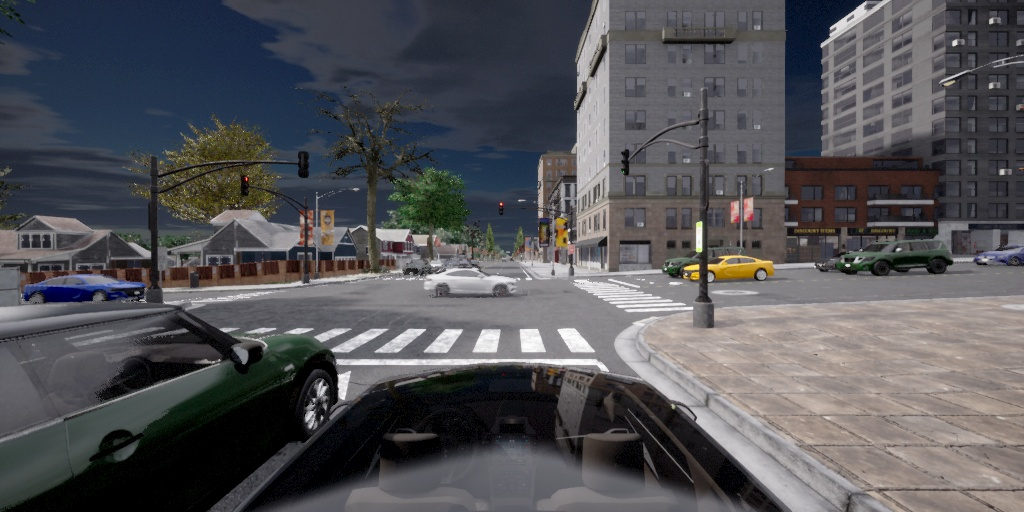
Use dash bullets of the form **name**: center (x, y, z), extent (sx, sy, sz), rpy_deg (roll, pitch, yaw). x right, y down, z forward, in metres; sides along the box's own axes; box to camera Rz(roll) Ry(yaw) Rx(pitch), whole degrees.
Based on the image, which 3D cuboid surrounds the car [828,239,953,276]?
- **car**: center (23.122, 0.095, 21.765), extent (5.566, 2.045, 2.150), rpy_deg (-3, 0, 0)

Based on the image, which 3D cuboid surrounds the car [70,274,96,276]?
- **car**: center (-21.735, 1.686, 18.407), extent (5.008, 1.535, 1.882), rpy_deg (-2, 0, 1)

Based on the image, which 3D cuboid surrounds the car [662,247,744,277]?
- **car**: center (13.452, 0.458, 24.985), extent (5.566, 2.045, 2.150), rpy_deg (-2, 0, 0)

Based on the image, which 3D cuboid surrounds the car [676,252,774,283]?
- **car**: center (13.032, 0.741, 21.737), extent (5.008, 1.535, 1.882), rpy_deg (-2, 0, -1)

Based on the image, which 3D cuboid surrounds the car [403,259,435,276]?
- **car**: center (-9.850, 1.119, 37.503), extent (2.097, 1.767, 4.553), rpy_deg (0, 0, 0)

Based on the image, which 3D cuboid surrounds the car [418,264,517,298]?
- **car**: center (-2.085, 1.316, 18.282), extent (4.674, 1.442, 1.812), rpy_deg (0, 0, 0)

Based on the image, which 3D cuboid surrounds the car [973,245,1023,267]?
- **car**: center (35.365, -0.059, 25.041), extent (4.674, 1.442, 1.812), rpy_deg (-2, 0, 0)

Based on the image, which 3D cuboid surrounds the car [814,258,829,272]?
- **car**: center (23.926, 0.342, 25.017), extent (4.892, 1.490, 1.837), rpy_deg (-2, 0, 0)

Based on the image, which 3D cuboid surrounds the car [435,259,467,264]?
- **car**: center (-6.599, 1.261, 39.578), extent (2.128, 1.511, 4.902), rpy_deg (0, 0, 0)

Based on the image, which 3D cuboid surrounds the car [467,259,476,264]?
- **car**: center (-6.605, 1.334, 49.296), extent (2.033, 1.411, 5.357), rpy_deg (0, 0, 0)

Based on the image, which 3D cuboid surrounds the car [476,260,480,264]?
- **car**: center (-6.589, 1.326, 61.397), extent (1.837, 1.490, 4.892), rpy_deg (0, 0, 0)

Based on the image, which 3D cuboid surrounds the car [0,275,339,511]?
- **car**: center (-3.151, 1.104, 2.508), extent (2.097, 1.767, 4.553), rpy_deg (0, 0, 0)
